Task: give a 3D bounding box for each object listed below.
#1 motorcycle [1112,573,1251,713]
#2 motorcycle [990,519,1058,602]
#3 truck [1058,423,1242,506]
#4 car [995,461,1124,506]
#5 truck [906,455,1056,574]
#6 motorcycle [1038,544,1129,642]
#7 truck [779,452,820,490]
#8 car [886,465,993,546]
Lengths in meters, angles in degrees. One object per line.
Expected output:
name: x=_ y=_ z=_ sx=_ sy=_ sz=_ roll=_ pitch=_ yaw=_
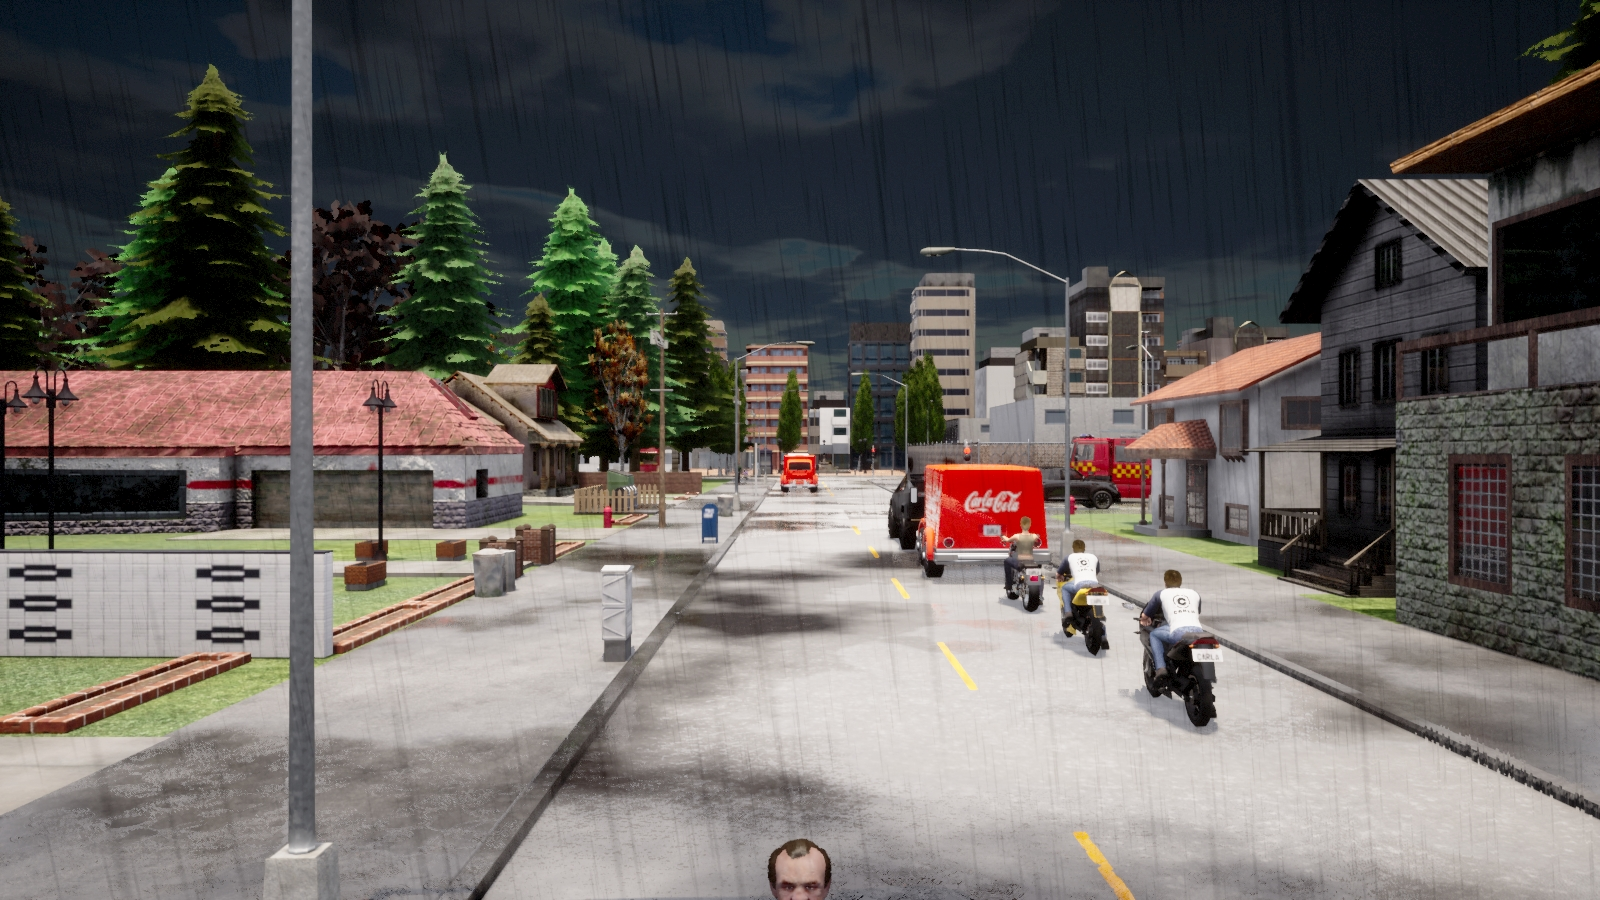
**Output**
motorcycle: x=3.999 y=1.993 z=12.153 sx=0.803 sy=1.145 sz=2.033 roll=0 pitch=0 yaw=0
motorcycle: x=3.997 y=1.950 z=20.606 sx=0.764 sy=1.277 sz=2.356 roll=0 pitch=0 yaw=0
truck: x=17.604 y=0.681 z=57.617 sx=8.468 sy=3.827 sz=2.891 roll=2 pitch=0 yaw=26
car: x=12.233 y=1.559 z=54.031 sx=5.566 sy=2.045 sz=2.150 roll=0 pitch=0 yaw=-3
truck: x=3.998 y=1.348 z=26.317 sx=2.627 sy=2.467 sz=5.204 roll=0 pitch=0 yaw=0
motorcycle: x=3.995 y=1.993 z=16.270 sx=0.803 sy=1.145 sz=2.033 roll=0 pitch=0 yaw=0
truck: x=-0.044 y=1.348 z=76.503 sx=2.627 sy=2.467 sz=5.204 roll=0 pitch=0 yaw=0
car: x=3.989 y=1.534 z=33.871 sx=2.390 sy=2.098 sz=6.274 roll=0 pitch=0 yaw=0
